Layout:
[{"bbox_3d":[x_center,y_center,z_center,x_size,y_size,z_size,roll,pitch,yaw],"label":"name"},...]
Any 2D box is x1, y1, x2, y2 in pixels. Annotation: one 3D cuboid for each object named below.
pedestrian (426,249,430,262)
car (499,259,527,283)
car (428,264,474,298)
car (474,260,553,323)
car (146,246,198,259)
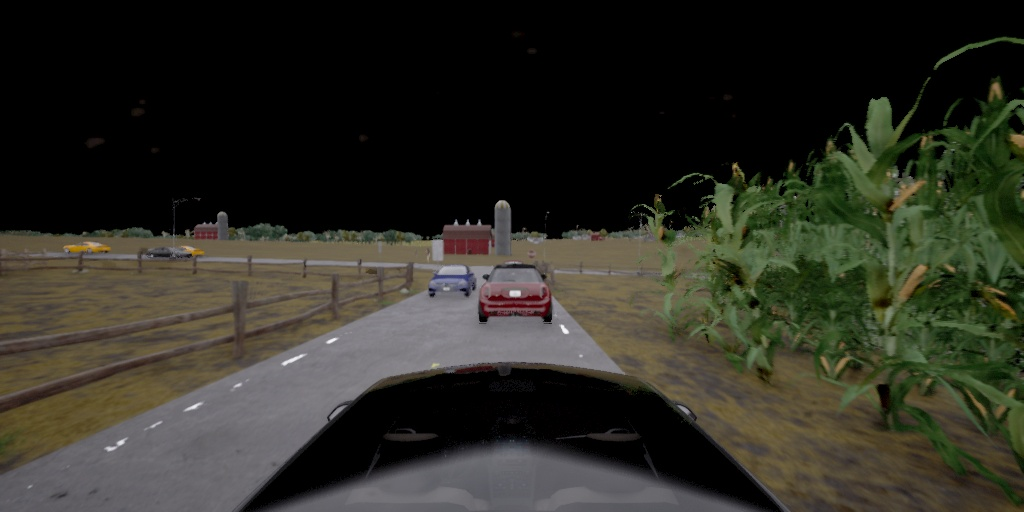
[{"bbox_3d":[-12.025,-0.133,51.114,0.375,1.860,0.375,0,1,0],"label":"pedestrian"},{"bbox_3d":[0.093,1.036,26.350,1.882,1.535,5.008,0,0,0],"label":"car"},{"bbox_3d":[-2.831,1.147,17.774,1.812,1.442,4.674,0,0,0],"label":"car"},{"bbox_3d":[0.092,1.019,11.842,2.097,1.767,4.553,0,0,0],"label":"car"},{"bbox_3d":[-43.270,-0.386,45.366,4.892,1.490,1.837,2,3,1],"label":"car"}]
